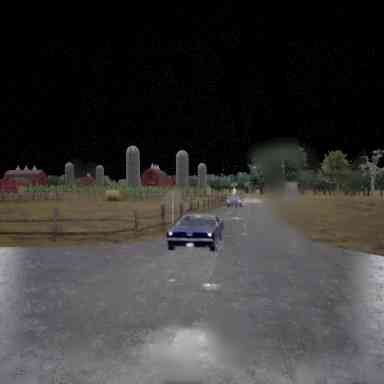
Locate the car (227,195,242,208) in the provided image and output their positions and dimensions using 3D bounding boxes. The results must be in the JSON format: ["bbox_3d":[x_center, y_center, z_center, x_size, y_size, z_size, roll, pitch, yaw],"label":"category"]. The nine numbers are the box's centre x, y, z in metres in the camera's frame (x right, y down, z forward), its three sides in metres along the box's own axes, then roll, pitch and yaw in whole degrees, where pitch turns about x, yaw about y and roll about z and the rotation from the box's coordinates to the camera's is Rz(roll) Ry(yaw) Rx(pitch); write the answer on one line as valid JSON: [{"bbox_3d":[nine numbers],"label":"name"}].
[{"bbox_3d":[6.126,1.263,47.753,2.097,1.767,4.553,0,0,10],"label":"car"}]

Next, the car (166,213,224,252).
[{"bbox_3d":[0.286,1.594,14.120,1.895,1.301,4.718,0,0,10],"label":"car"}]
